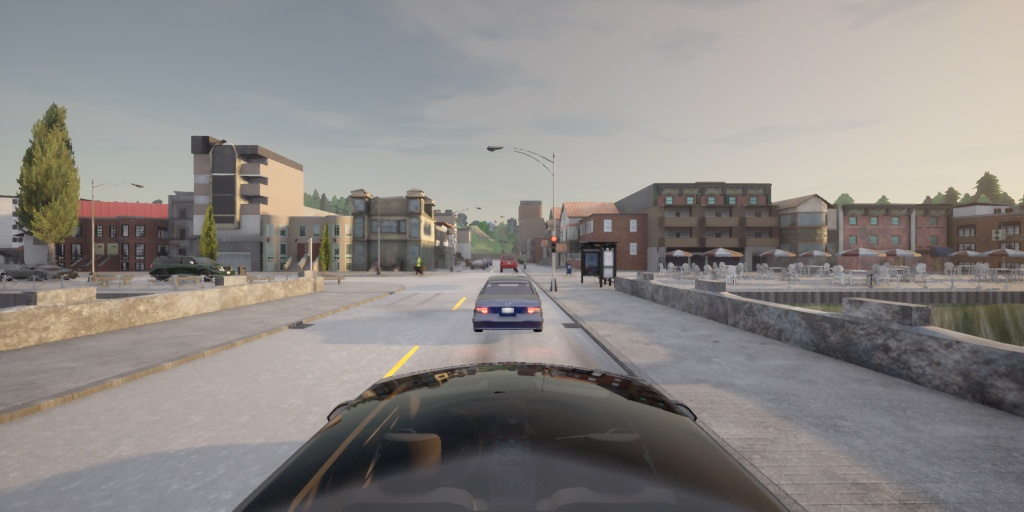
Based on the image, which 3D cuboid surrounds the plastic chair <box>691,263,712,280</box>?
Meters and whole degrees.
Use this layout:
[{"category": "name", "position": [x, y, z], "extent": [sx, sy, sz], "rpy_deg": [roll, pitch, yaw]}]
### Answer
[{"category": "plastic chair", "position": [13.522, 1.279, 25.599], "extent": [0.730, 1.272, 0.750], "rpy_deg": [0, 0, -1]}]

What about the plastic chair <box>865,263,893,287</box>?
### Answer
[{"category": "plastic chair", "position": [23.363, 1.279, 22.841], "extent": [0.750, 1.272, 0.730], "rpy_deg": [0, 0, -1]}]

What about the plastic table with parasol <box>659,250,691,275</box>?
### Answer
[{"category": "plastic table with parasol", "position": [15.431, 0.675, 33.307], "extent": [2.482, 2.480, 2.482], "rpy_deg": [0, 0, -1]}]

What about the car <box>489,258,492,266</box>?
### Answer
[{"category": "car", "position": [-4.979, 1.227, 61.637], "extent": [1.882, 1.535, 5.008], "rpy_deg": [0, 0, -1]}]

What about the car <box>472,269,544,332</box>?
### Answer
[{"category": "car", "position": [-0.104, 1.297, 10.772], "extent": [2.033, 1.411, 5.357], "rpy_deg": [0, 0, 0]}]

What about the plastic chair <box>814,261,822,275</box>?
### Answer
[{"category": "plastic chair", "position": [29.405, 1.279, 33.829], "extent": [0.750, 1.272, 0.730], "rpy_deg": [0, 0, -1]}]

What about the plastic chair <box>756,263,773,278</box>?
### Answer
[{"category": "plastic chair", "position": [21.253, 1.279, 30.411], "extent": [0.730, 1.272, 0.750], "rpy_deg": [0, 0, -1]}]

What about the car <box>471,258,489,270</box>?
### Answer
[{"category": "car", "position": [-4.866, 1.276, 52.399], "extent": [1.812, 1.442, 4.674], "rpy_deg": [0, 0, 1]}]

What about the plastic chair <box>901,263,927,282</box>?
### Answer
[{"category": "plastic chair", "position": [30.106, 1.279, 26.838], "extent": [0.750, 1.272, 0.730], "rpy_deg": [0, 0, -1]}]

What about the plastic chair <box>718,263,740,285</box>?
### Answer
[{"category": "plastic chair", "position": [14.642, 1.279, 24.215], "extent": [0.750, 1.272, 0.730], "rpy_deg": [0, 0, -1]}]

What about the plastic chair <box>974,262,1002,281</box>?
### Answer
[{"category": "plastic chair", "position": [36.262, 1.279, 27.325], "extent": [0.730, 1.272, 0.750], "rpy_deg": [0, 0, -1]}]

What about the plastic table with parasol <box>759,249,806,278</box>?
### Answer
[{"category": "plastic table with parasol", "position": [22.454, 0.675, 30.378], "extent": [2.482, 2.480, 2.482], "rpy_deg": [0, 0, -1]}]

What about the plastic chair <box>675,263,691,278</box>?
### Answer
[{"category": "plastic chair", "position": [15.329, 1.279, 32.025], "extent": [0.750, 1.272, 0.730], "rpy_deg": [0, 0, -1]}]

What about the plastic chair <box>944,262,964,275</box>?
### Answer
[{"category": "plastic chair", "position": [44.967, 1.279, 36.554], "extent": [0.730, 1.272, 0.750], "rpy_deg": [0, 0, -1]}]

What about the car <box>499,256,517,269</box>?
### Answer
[{"category": "car", "position": [-0.494, 0.971, 46.952], "extent": [2.150, 2.045, 5.566], "rpy_deg": [0, 0, -2]}]

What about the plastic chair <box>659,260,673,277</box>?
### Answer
[{"category": "plastic chair", "position": [14.209, 1.279, 33.409], "extent": [0.730, 1.272, 0.750], "rpy_deg": [0, 0, -1]}]

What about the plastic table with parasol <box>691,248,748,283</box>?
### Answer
[{"category": "plastic table with parasol", "position": [14.794, 0.675, 25.477], "extent": [2.482, 2.480, 2.482], "rpy_deg": [0, 0, -1]}]

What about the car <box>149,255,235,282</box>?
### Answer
[{"category": "car", "position": [-25.228, 0.971, 28.382], "extent": [5.566, 2.045, 2.150], "rpy_deg": [0, 0, -1]}]

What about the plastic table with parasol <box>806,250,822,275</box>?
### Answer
[{"category": "plastic table with parasol", "position": [29.714, 0.675, 35.204], "extent": [2.482, 2.480, 2.482], "rpy_deg": [0, 0, -1]}]

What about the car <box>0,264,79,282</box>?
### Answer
[{"category": "car", "position": [-37.068, 1.314, 28.219], "extent": [4.181, 1.385, 1.994], "rpy_deg": [0, 0, -1]}]

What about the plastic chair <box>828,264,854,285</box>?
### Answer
[{"category": "plastic chair", "position": [22.243, 1.279, 24.224], "extent": [0.730, 1.272, 0.750], "rpy_deg": [0, 0, -1]}]

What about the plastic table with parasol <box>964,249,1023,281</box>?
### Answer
[{"category": "plastic table with parasol", "position": [37.391, 0.675, 27.254], "extent": [2.482, 2.480, 2.482], "rpy_deg": [0, 0, -1]}]

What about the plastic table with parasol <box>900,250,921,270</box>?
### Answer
[{"category": "plastic table with parasol", "position": [30.097, 0.675, 28.118], "extent": [2.482, 2.480, 2.482], "rpy_deg": [0, 0, -1]}]

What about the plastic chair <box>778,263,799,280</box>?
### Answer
[{"category": "plastic chair", "position": [22.373, 1.279, 29.027], "extent": [0.750, 1.272, 0.730], "rpy_deg": [0, 0, -1]}]

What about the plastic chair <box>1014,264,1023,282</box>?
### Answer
[{"category": "plastic chair", "position": [37.420, 1.279, 25.944], "extent": [0.750, 1.272, 0.730], "rpy_deg": [0, 0, -1]}]

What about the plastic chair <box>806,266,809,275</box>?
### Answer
[{"category": "plastic chair", "position": [28.285, 1.279, 35.213], "extent": [0.730, 1.272, 0.750], "rpy_deg": [0, 0, -1]}]

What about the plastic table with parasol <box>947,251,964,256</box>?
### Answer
[{"category": "plastic table with parasol", "position": [46.169, 0.675, 36.452], "extent": [2.482, 2.480, 2.482], "rpy_deg": [0, 0, -1]}]

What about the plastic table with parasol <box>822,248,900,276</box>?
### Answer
[{"category": "plastic table with parasol", "position": [23.443, 0.675, 24.192], "extent": [2.482, 2.480, 2.482], "rpy_deg": [0, 0, -1]}]
